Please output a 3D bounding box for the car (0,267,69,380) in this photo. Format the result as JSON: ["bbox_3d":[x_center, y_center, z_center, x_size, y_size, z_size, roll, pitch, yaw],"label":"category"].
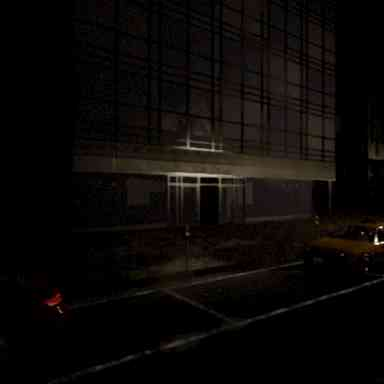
[{"bbox_3d":[-3.675,1.581,3.912,4.206,1.307,1.802,0,0,-36],"label":"car"}]

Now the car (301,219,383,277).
[{"bbox_3d":[5.366,1.550,10.365,4.829,1.417,1.752,0,0,-36],"label":"car"}]
